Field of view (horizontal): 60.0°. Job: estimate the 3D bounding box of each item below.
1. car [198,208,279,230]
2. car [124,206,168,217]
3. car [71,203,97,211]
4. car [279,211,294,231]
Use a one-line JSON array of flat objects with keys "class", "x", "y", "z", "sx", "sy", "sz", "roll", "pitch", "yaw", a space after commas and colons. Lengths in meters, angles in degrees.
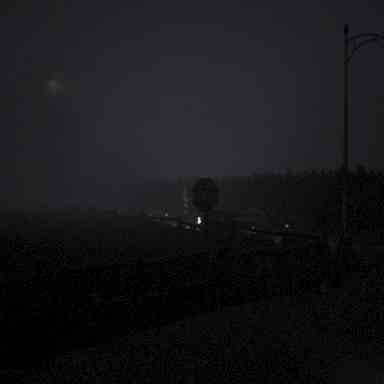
[{"class": "car", "x": 2.223, "y": 1.704, "z": 18.740, "sx": 1.837, "sy": 1.490, "sz": 4.892, "roll": 1, "pitch": -1, "yaw": -35}, {"class": "car", "x": -3.798, "y": 1.859, "z": 27.156, "sx": 1.895, "sy": 1.301, "sz": 4.718, "roll": 1, "pitch": -1, "yaw": -36}, {"class": "car", "x": -13.028, "y": 1.930, "z": 40.115, "sx": 1.895, "sy": 1.301, "sz": 4.718, "roll": 1, "pitch": 0, "yaw": -36}, {"class": "car", "x": 4.156, "y": 1.738, "z": 21.033, "sx": 2.128, "sy": 1.511, "sz": 4.902, "roll": 1, "pitch": -1, "yaw": -31}]
